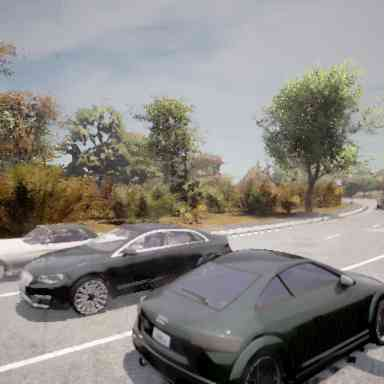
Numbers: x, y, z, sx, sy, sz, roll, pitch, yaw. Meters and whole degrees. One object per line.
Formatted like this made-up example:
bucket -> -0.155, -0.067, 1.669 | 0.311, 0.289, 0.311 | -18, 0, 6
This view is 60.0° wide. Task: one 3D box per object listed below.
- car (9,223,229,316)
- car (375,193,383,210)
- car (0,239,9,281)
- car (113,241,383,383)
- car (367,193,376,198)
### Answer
car -> -1.207, 1.511, 7.665 | 4.902, 1.511, 2.128 | 0, 0, -38
car -> 24.700, 1.319, 42.179 | 2.097, 1.767, 4.553 | 0, 0, 31
car -> -4.211, 1.634, 9.720 | 4.718, 1.301, 1.895 | 0, 0, -37
car -> 1.250, 1.570, 4.905 | 4.181, 1.385, 1.994 | 0, 0, -38
car -> 41.423, 0.904, 75.582 | 2.097, 1.767, 4.553 | 0, 0, 12
